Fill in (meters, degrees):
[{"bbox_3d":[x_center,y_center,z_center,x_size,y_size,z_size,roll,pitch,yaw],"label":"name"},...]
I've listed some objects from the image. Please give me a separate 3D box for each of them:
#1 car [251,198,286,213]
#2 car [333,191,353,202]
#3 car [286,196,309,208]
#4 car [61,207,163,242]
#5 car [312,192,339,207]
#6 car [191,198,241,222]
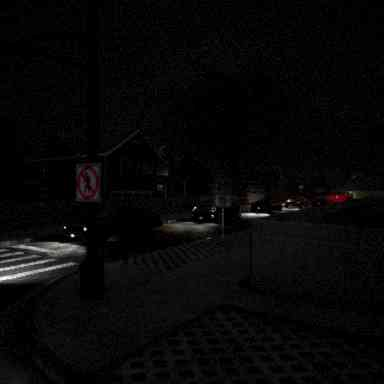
[{"bbox_3d":[7.395,1.319,32.869,1.994,1.385,4.181,0,1,35],"label":"car"},{"bbox_3d":[21.934,0.802,48.679,2.150,2.045,5.566,0,1,38],"label":"car"},{"bbox_3d":[13.022,1.197,41.117,1.812,1.442,4.674,0,1,34],"label":"car"},{"bbox_3d":[-3.654,1.460,16.469,2.033,1.411,5.357,0,1,34],"label":"car"},{"bbox_3d":[16.083,1.145,40.519,1.882,1.535,5.008,0,1,35],"label":"car"},{"bbox_3d":[1.857,1.187,24.671,2.097,1.767,4.553,0,1,34],"label":"car"}]
